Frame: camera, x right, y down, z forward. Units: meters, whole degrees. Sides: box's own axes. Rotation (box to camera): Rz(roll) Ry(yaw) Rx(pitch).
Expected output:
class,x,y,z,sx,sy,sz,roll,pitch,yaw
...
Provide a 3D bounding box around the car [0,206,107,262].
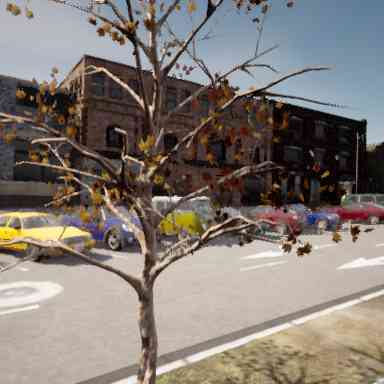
class,x,y,z,sx,sy,sz,roll,pitch,yaw
car,-5.699,1.408,11.839,5.366,1.575,1.946,-1,-1,35

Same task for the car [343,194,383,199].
class,x,y,z,sx,sy,sz,roll,pitch,yaw
car,14.251,1.171,25.381,5.566,2.045,2.435,-1,-1,37

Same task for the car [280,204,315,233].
class,x,y,z,sx,sy,sz,roll,pitch,yaw
car,4.108,1.458,18.781,4.674,1.452,2.002,-1,-1,36

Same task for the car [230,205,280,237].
class,x,y,z,sx,sy,sz,roll,pitch,yaw
car,1.598,1.418,17.104,4.892,1.521,2.231,-1,-1,36

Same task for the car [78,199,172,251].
class,x,y,z,sx,sy,sz,roll,pitch,yaw
car,-3.404,1.290,13.698,4.553,1.767,2.185,-1,-1,35

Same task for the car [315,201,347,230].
class,x,y,z,sx,sy,sz,roll,pitch,yaw
car,6.622,1.459,20.462,4.674,1.452,2.002,-1,-1,36

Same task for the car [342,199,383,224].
class,x,y,z,sx,sy,sz,roll,pitch,yaw
car,11.681,1.461,23.756,4.674,1.452,2.002,-1,-1,37

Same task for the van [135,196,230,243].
class,x,y,z,sx,sy,sz,roll,pitch,yaw
van,-0.799,1.189,15.333,4.442,1.987,1.878,-1,-1,35
